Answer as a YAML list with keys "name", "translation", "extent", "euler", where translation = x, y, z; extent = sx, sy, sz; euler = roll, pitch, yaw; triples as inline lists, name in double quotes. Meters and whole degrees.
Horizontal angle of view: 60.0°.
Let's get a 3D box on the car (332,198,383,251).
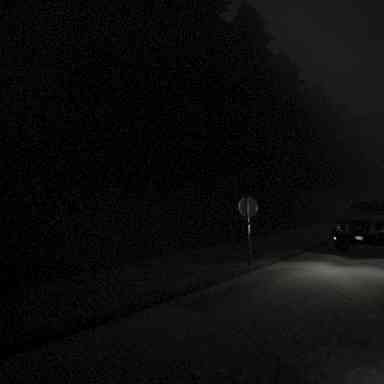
- name: "car"
  translation: [7.883, 1.302, 14.217]
  extent: [2.150, 2.045, 5.566]
  euler: [-3, -2, 41]
